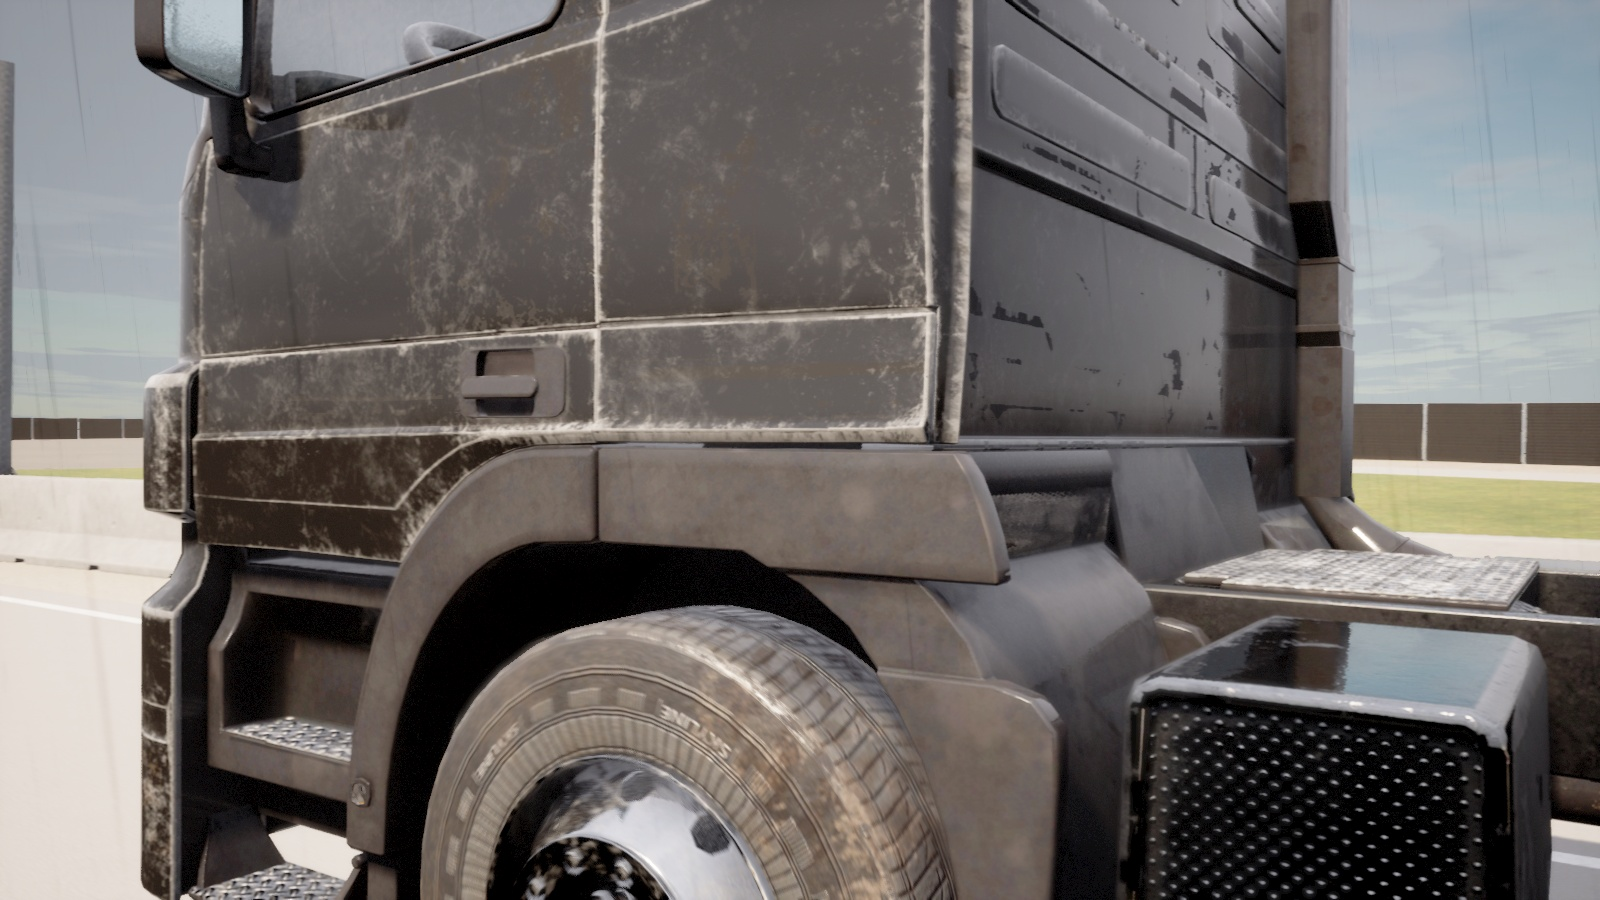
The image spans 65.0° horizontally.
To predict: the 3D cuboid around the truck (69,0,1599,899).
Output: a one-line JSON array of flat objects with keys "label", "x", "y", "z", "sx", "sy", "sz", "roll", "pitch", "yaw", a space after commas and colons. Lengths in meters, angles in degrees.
[{"label": "truck", "x": 2.353, "y": -0.300, "z": 2.041, "sx": 7.936, "sy": 3.462, "sz": 2.891, "roll": 0, "pitch": 1, "yaw": 34}]
